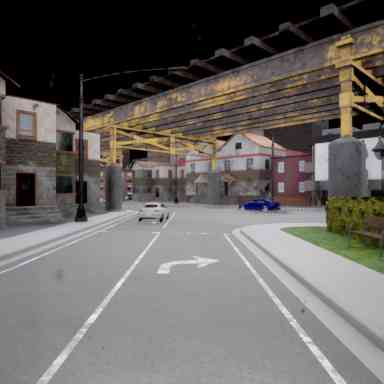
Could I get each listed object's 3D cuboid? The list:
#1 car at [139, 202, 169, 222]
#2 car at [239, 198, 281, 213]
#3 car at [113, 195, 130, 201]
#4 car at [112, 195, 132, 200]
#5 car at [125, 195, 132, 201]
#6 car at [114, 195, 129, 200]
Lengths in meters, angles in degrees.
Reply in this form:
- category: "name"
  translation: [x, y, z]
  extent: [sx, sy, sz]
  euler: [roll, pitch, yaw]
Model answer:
- category: "car"
  translation: [-2.983, 1.525, 26.467]
  extent: [1.812, 1.442, 4.674]
  euler: [0, 0, 5]
- category: "car"
  translation: [7.666, 1.477, 38.006]
  extent: [1.882, 1.535, 5.008]
  euler: [0, 0, -45]
- category: "car"
  translation: [-17.637, 1.452, 83.746]
  extent: [2.038, 1.542, 4.974]
  euler: [0, 0, 15]
- category: "car"
  translation: [-16.904, 1.295, 80.091]
  extent: [4.536, 1.218, 1.853]
  euler: [0, 0, -15]
- category: "car"
  translation: [-16.954, 1.452, 80.078]
  extent: [4.974, 1.542, 2.038]
  euler: [0, 0, -15]
- category: "car"
  translation: [-17.624, 1.295, 83.796]
  extent: [1.853, 1.218, 4.536]
  euler: [0, 0, 15]
